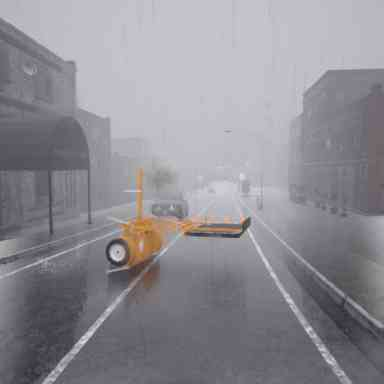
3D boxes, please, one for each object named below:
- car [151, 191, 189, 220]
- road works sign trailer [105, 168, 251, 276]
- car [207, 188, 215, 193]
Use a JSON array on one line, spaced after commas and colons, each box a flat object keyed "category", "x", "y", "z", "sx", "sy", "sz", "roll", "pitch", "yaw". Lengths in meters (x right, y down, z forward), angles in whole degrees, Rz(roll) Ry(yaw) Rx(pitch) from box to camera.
[{"category": "car", "x": -1.536, "y": 0.976, "z": 25.090, "sx": 2.150, "sy": 2.045, "sz": 5.566, "roll": 0, "pitch": 1, "yaw": 6}, {"category": "road works sign trailer", "x": -0.255, "y": 0.765, "z": 9.268, "sx": 3.560, "sy": 2.880, "sz": 2.380, "roll": 0, "pitch": 0, "yaw": 15}, {"category": "car", "x": 4.994, "y": -0.368, "z": 86.519, "sx": 2.033, "sy": 1.411, "sz": 5.357, "roll": 0, "pitch": 2, "yaw": 6}]
